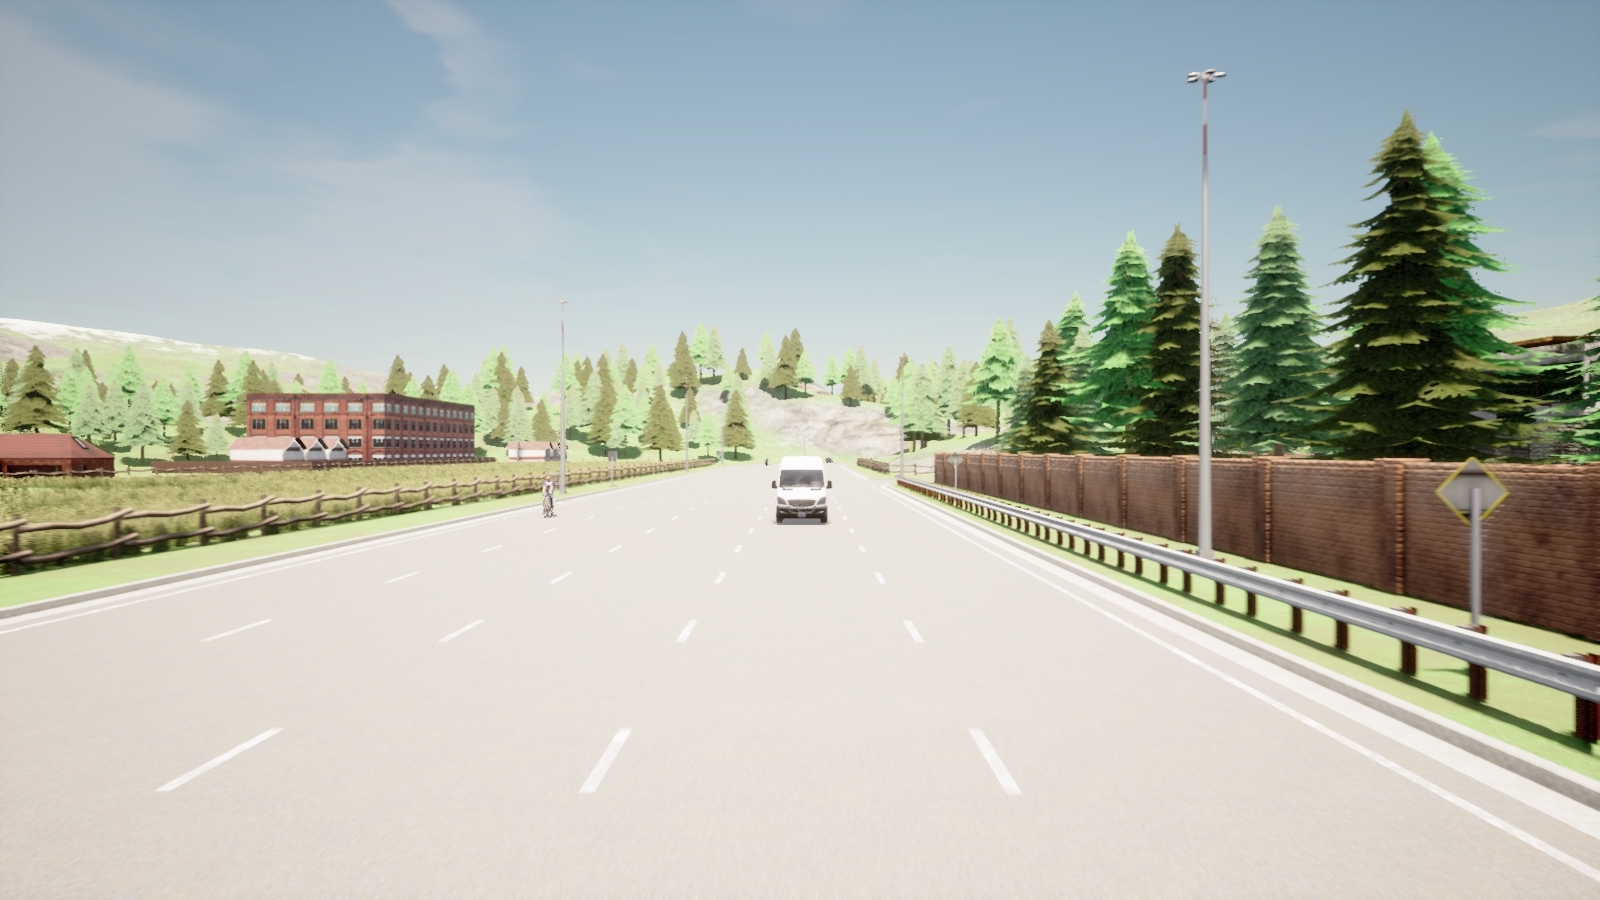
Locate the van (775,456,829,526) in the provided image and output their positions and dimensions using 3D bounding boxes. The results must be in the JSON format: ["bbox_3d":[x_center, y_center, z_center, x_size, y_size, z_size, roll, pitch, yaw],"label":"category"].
[{"bbox_3d":[0.084,1.534,45.197,1.988,2.561,5.915,0,0,0],"label":"van"}]

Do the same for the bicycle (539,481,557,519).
[{"bbox_3d":[-10.407,2.056,47.217,0.373,1.496,1.643,0,0,0],"label":"bicycle"}]
